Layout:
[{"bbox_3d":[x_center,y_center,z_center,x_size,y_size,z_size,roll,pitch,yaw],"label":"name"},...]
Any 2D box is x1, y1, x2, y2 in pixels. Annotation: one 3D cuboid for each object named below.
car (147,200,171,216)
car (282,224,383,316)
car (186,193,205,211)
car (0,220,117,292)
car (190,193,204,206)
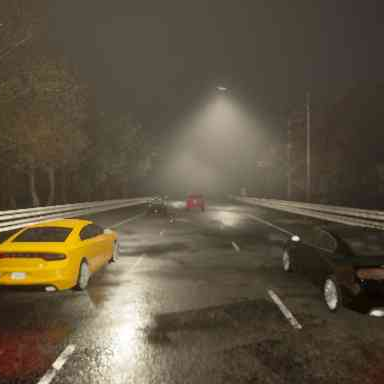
[{"bbox_3d":[-3.146,1.486,31.882,2.128,1.511,4.902,0,0,1],"label":"car"},{"bbox_3d":[3.515,1.478,7.621,1.882,1.535,5.008,0,0,0],"label":"car"},{"bbox_3d":[0.402,1.214,40.333,2.150,2.045,5.566,0,0,1],"label":"car"},{"bbox_3d":[-3.373,1.477,8.967,1.882,1.535,5.008,0,0,0],"label":"car"},{"bbox_3d":[0.860,1.207,56.119,2.150,2.045,5.566,0,0,1],"label":"car"}]
